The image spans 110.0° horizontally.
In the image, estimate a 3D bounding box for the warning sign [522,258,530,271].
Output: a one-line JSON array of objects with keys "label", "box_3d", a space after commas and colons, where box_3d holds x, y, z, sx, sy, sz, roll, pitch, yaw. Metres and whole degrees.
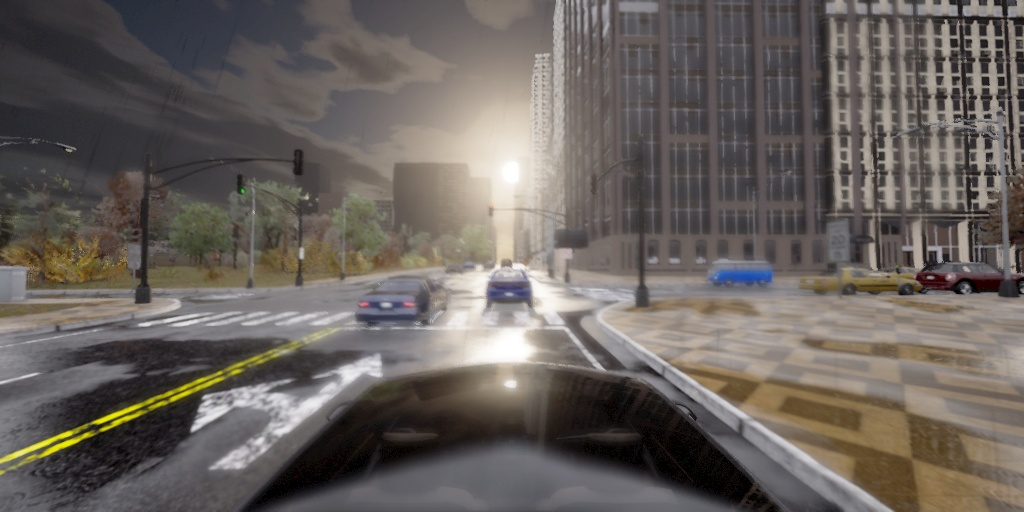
[{"label": "warning sign", "box_3d": [2.113, 1.258, 53.423, 1.300, 1.860, 1.060, 0, 0, -1]}]

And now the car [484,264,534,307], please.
[{"label": "car", "box_3d": [-0.104, 1.316, 16.004, 1.882, 1.535, 5.008, 0, 0, -1]}]

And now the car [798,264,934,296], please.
[{"label": "car", "box_3d": [16.126, 1.140, 16.667, 4.829, 1.417, 1.751, 0, 0, -2]}]

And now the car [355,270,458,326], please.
[{"label": "car", "box_3d": [-3.308, 1.360, 11.916, 2.033, 1.411, 5.357, 0, 0, -1]}]

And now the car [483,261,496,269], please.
[{"label": "car", "box_3d": [-4.162, 1.765, 65.225, 2.128, 1.511, 4.902, 0, -1, -1]}]

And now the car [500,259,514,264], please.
[{"label": "car", "box_3d": [-0.907, 1.489, 64.921, 2.150, 2.045, 5.566, 0, -1, -1]}]

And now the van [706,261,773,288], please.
[{"label": "van", "box_3d": [15.628, 1.227, 24.677, 3.998, 1.789, 1.690, 0, 0, -2]}]

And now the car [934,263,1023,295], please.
[{"label": "car", "box_3d": [21.539, 1.023, 16.813, 4.097, 1.591, 1.967, 0, 0, -2]}]

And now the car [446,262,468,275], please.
[{"label": "car", "box_3d": [-7.212, 1.639, 45.626, 1.994, 1.385, 4.181, 0, -1, -1]}]

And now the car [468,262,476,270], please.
[{"label": "car", "box_3d": [-7.427, 1.735, 63.619, 1.882, 1.535, 5.008, 0, -1, 0]}]
